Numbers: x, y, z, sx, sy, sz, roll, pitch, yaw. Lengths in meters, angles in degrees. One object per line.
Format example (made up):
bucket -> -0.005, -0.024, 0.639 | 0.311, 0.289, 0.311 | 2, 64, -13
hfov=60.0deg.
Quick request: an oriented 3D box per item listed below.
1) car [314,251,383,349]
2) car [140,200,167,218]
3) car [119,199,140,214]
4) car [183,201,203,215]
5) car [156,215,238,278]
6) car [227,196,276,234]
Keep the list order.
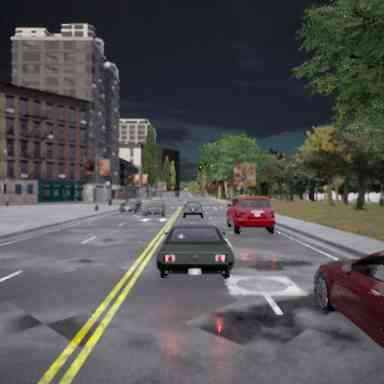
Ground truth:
car -> 3.354, 1.532, 4.768 | 1.812, 1.442, 4.674 | 0, 0, 0
car -> -3.344, 1.537, 30.883 | 1.837, 1.490, 4.892 | 0, 0, 0
car -> -6.580, 1.528, 36.185 | 2.128, 1.511, 4.902 | 0, 0, 0
car -> 0.097, 1.580, 31.100 | 2.033, 1.411, 5.357 | 0, 0, 0
car -> 0.084, 1.614, 10.159 | 1.895, 1.301, 4.718 | 0, 0, 0
car -> 3.346, 1.247, 19.687 | 2.150, 2.045, 5.566 | 0, 0, 0
